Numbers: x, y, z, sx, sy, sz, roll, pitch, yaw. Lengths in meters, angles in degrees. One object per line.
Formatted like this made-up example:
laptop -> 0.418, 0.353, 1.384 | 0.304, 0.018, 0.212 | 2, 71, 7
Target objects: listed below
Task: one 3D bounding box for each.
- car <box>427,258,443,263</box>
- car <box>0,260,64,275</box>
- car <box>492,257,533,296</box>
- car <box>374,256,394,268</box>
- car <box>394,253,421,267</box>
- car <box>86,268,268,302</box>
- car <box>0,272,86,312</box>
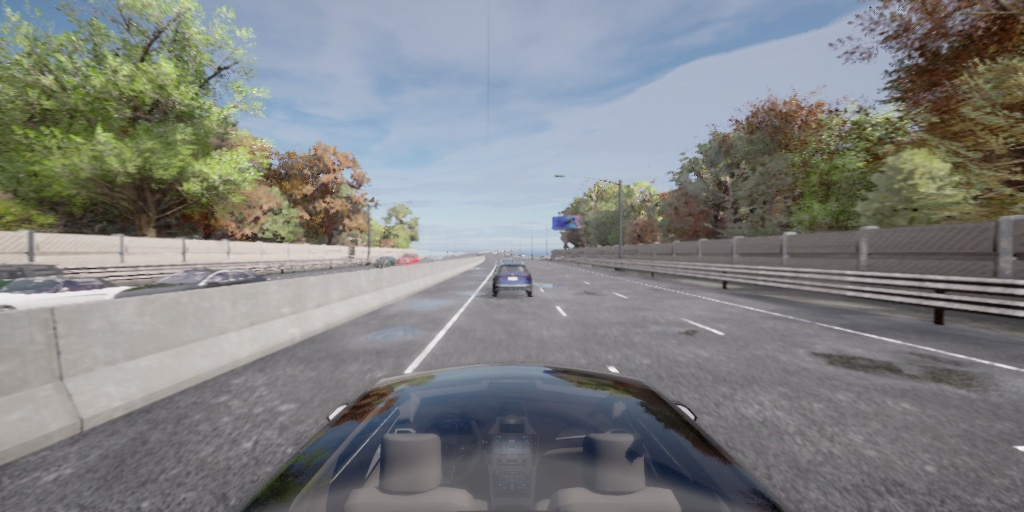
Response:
car -> -11.306, 1.002, 53.260 | 1.895, 1.301, 4.718 | 0, 0, -1
car -> -17.631, 1.048, 11.823 | 2.097, 1.767, 4.553 | 0, 0, 0
car -> 0.013, 1.066, 18.252 | 2.033, 1.649, 4.856 | 0, 0, -1
car -> -18.271, 0.770, 51.739 | 2.097, 1.767, 4.553 | 0, 0, -1
car -> -14.766, 0.636, 51.709 | 2.150, 2.045, 5.566 | 0, 0, -1
car -> -10.633, 1.178, 12.350 | 2.128, 1.511, 4.902 | 0, 0, 0
car -> -14.125, 1.300, 10.831 | 1.895, 1.301, 4.718 | 0, 0, 0
